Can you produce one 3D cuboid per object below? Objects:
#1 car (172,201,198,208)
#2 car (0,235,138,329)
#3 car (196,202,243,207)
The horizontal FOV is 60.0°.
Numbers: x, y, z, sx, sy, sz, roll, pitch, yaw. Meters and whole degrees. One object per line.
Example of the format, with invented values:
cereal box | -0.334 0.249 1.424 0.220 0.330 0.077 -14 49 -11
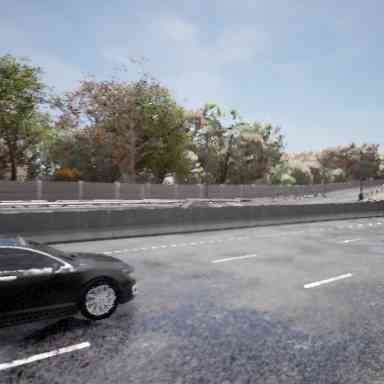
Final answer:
car | -0.060 1.571 29.705 4.674 1.442 1.812 0 0 -35
car | -3.314 1.506 5.682 4.892 1.490 1.837 0 0 -36
car | 3.023 1.651 27.595 4.718 1.301 1.895 0 0 -35
